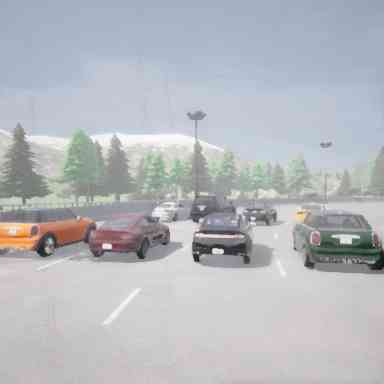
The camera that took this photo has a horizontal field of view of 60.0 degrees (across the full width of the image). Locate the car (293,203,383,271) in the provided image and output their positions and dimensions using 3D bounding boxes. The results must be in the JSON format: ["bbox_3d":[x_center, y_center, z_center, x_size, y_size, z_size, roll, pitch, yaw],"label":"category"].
[{"bbox_3d":[4.657,1.366,11.233,2.097,1.767,4.553,0,0,11],"label":"car"}]

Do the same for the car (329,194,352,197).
[{"bbox_3d":[33.668,1.332,74.137,4.553,1.767,2.097,0,0,-25],"label":"car"}]

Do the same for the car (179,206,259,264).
[{"bbox_3d":[1.233,1.495,11.957,2.128,1.511,4.902,0,0,11],"label":"car"}]

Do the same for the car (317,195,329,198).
[{"bbox_3d":[32.186,1.501,77.308,4.674,1.442,1.812,0,0,-25],"label":"car"}]

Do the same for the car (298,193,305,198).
[{"bbox_3d":[29.250,1.202,83.662,5.566,2.045,2.150,0,0,-25],"label":"car"}]

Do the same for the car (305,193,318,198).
[{"bbox_3d":[30.732,1.517,80.491,5.357,1.411,2.033,0,0,-25],"label":"car"}]

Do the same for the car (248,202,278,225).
[{"bbox_3d":[4.936,1.495,23.901,2.128,1.511,4.902,0,0,23],"label":"car"}]

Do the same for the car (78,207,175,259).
[{"bbox_3d":[-2.198,1.533,12.651,1.812,1.442,4.674,0,0,11],"label":"car"}]

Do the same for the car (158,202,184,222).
[{"bbox_3d":[-1.507,1.533,26.637,1.812,1.442,4.674,0,0,23],"label":"car"}]

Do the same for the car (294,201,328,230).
[{"bbox_3d":[8.158,1.485,22.533,1.882,1.535,5.008,0,0,23],"label":"car"}]

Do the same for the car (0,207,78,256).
[{"bbox_3d":[-5.634,1.366,13.316,2.097,1.767,4.553,0,0,11],"label":"car"}]

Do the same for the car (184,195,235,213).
[{"bbox_3d":[1.726,1.258,25.297,2.150,2.045,5.566,0,0,23],"label":"car"}]
